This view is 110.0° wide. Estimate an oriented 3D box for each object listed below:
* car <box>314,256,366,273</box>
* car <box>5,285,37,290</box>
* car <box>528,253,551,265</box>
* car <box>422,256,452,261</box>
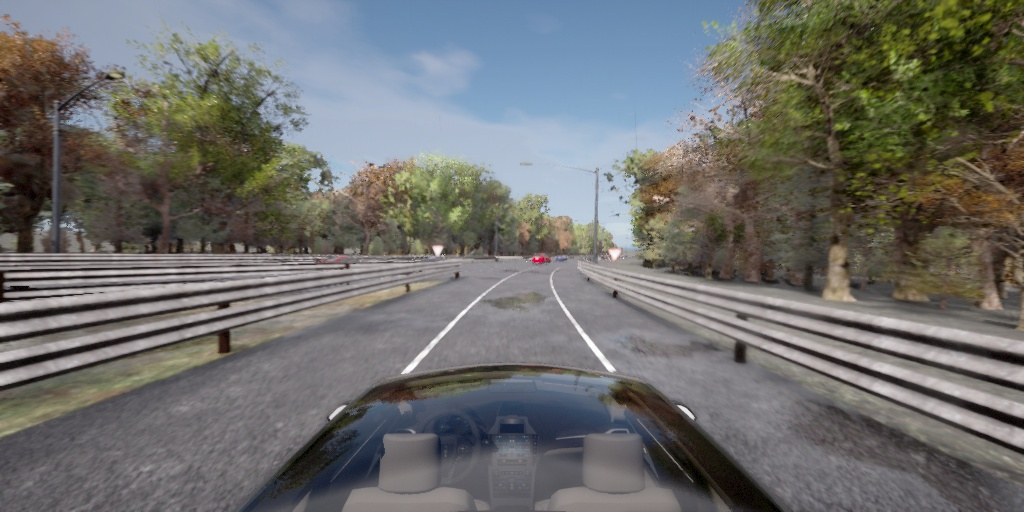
[{"bbox_3d":[-13.662,0.738,29.431,1.882,1.535,5.008,2,1,23],"label":"car"},{"bbox_3d":[-17.982,0.949,10.543,1.895,1.301,4.718,2,1,23],"label":"car"},{"bbox_3d":[5.372,0.567,64.827,2.150,2.045,5.566,2,1,23],"label":"car"},{"bbox_3d":[-9.770,0.704,47.346,2.033,1.411,5.357,2,1,23],"label":"car"}]
